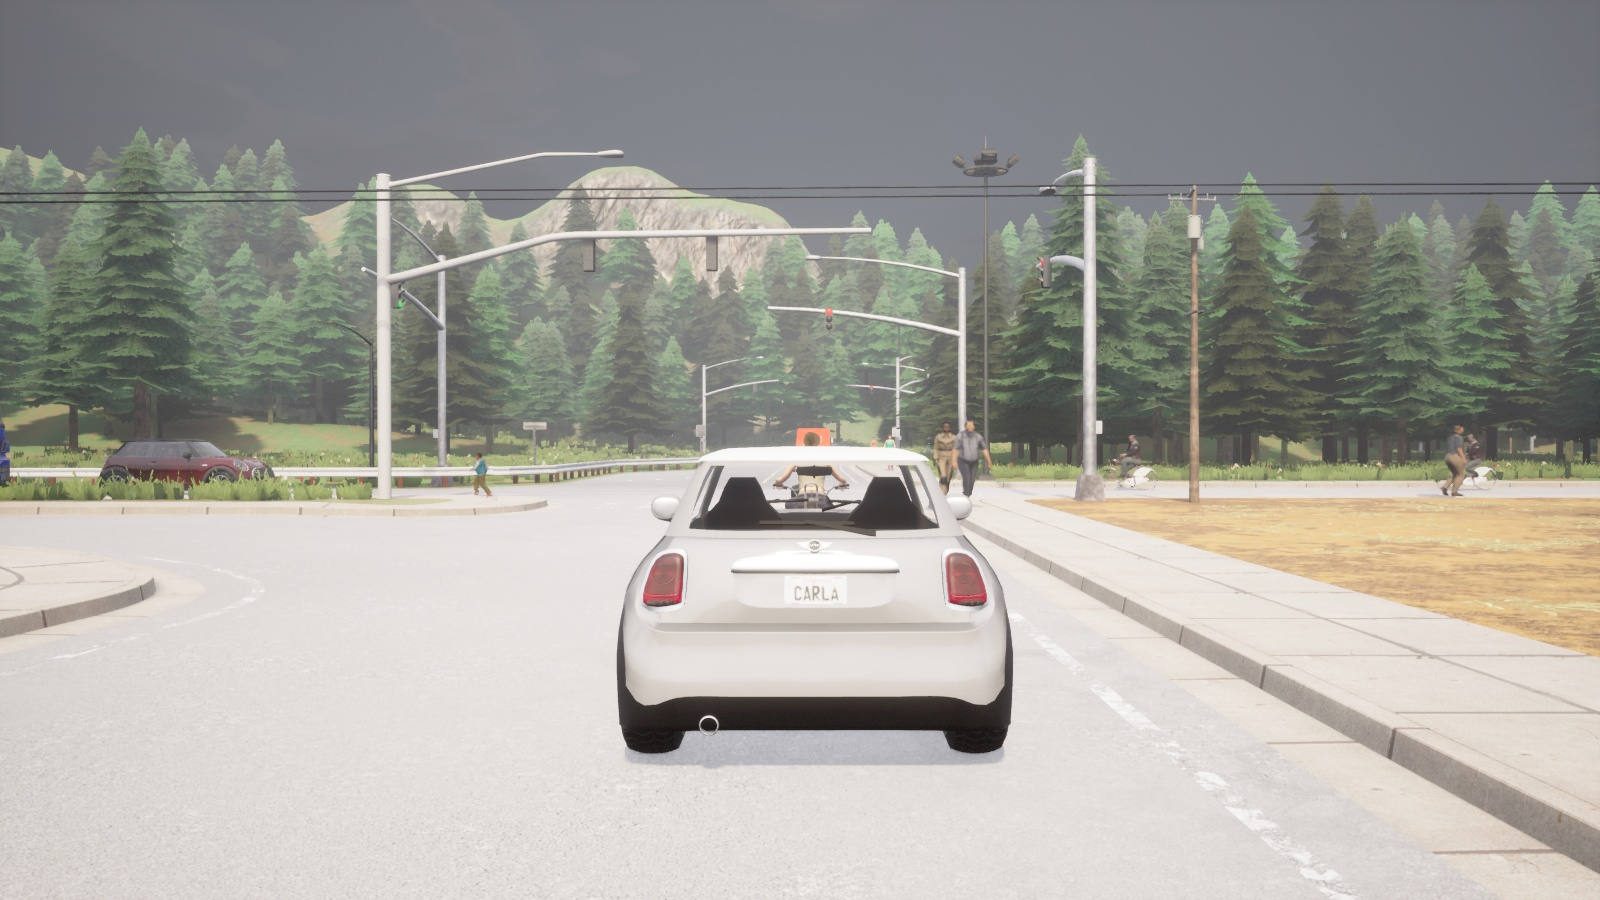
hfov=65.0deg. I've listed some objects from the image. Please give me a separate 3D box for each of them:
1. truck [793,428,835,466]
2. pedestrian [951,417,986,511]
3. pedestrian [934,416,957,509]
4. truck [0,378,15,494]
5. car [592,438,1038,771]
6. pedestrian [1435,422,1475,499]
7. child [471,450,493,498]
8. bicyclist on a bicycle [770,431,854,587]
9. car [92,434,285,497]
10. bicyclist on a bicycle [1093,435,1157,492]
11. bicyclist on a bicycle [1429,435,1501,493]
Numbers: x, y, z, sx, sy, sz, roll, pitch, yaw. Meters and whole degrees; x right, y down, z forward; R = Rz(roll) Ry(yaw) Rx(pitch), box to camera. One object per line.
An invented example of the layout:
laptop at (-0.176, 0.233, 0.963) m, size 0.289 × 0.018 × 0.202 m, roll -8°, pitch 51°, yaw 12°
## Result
truck at (0.965, -0.210, 83.654) m, size 2.627 × 2.467 × 5.204 m, roll 0°, pitch 0°, yaw 2°
pedestrian at (3.374, 0.268, 25.161) m, size 0.540 × 1.848 × 0.694 m, roll 0°, pitch 0°, yaw -6°
pedestrian at (3.074, 0.261, 26.539) m, size 0.396 × 1.930 × 0.692 m, roll 0°, pitch 0°, yaw 0°
truck at (-27.785, -0.411, 36.683) m, size 7.936 × 3.462 × 2.891 m, roll 0°, pitch 0°, yaw 1°
car at (0.070, 0.672, 7.459) m, size 1.970 × 1.475 × 3.806 m, roll 0°, pitch 0°, yaw 0°
pedestrian at (15.906, 0.242, 30.492) m, size 0.694 × 1.848 × 0.540 m, roll 0°, pitch 0°, yaw 1°
child at (-8.023, 0.606, 31.660) m, size 0.448 × 1.192 × 0.343 m, roll 0°, pitch 0°, yaw 5°
bicyclist on a bicycle at (0.123, 0.607, 13.751) m, size 0.866 × 1.612 × 1.509 m, roll 0°, pitch 0°, yaw 0°
car at (-17.662, 0.430, 36.426) m, size 4.553 × 1.767 × 2.097 m, roll 0°, pitch 0°, yaw 1°
bicyclist on a bicycle at (10.131, 0.424, 39.210) m, size 1.843 × 1.776 × 0.659 m, roll 0°, pitch 0°, yaw 1°
bicyclist on a bicycle at (20.610, 0.425, 38.940) m, size 1.843 × 1.776 × 0.659 m, roll 0°, pitch 0°, yaw 1°
